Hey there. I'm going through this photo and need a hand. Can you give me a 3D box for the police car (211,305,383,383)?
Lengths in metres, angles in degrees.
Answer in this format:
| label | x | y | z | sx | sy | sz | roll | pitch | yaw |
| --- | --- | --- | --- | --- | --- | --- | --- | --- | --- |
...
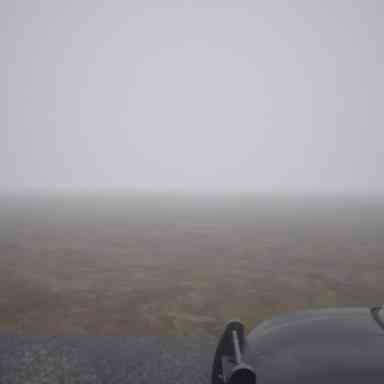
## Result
| label | x | y | z | sx | sy | sz | roll | pitch | yaw |
| --- | --- | --- | --- | --- | --- | --- | --- | --- | --- |
| police car | 2.777 | 1.415 | 2.644 | 5.238 | 1.638 | 1.930 | 0 | 0 | 3 |
